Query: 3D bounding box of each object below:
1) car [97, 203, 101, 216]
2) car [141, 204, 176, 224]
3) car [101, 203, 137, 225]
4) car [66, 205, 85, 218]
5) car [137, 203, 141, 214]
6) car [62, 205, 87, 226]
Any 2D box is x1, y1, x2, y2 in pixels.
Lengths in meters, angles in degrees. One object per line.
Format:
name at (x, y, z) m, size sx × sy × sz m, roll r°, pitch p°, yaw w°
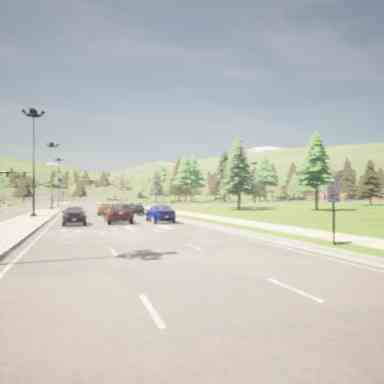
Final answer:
car at (-10.857, 2.085, 41.631) m, size 1.882 × 1.535 × 5.008 m, roll 0°, pitch -1°, yaw -19°
car at (-2.816, 1.859, 29.045) m, size 1.882 × 1.535 × 5.008 m, roll 0°, pitch -1°, yaw -19°
car at (-6.358, 1.760, 28.596) m, size 2.097 × 1.767 × 4.553 m, roll 0°, pitch -1°, yaw -19°
car at (-13.767, 2.208, 39.350) m, size 1.895 × 1.301 × 4.718 m, roll 0°, pitch -1°, yaw -19°
car at (-7.190, 2.066, 41.741) m, size 2.128 × 1.511 × 4.902 m, roll 0°, pitch -1°, yaw -19°
car at (-9.621, 1.950, 27.320) m, size 1.812 × 1.442 × 4.674 m, roll 0°, pitch -1°, yaw -19°
